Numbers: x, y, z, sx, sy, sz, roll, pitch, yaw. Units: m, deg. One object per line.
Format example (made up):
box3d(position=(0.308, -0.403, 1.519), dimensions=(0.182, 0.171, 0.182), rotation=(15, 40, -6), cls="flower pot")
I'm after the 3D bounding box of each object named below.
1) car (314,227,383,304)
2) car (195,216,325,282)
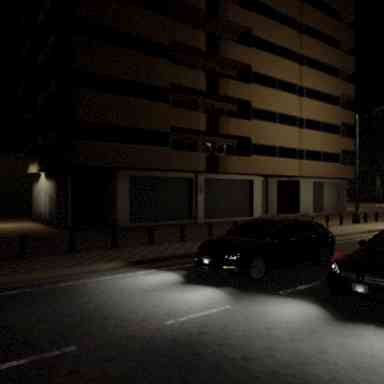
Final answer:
box3d(position=(5.033, 1.543, 7.565), dimensions=(4.674, 1.442, 1.812), rotation=(0, 0, -35), cls="car")
box3d(position=(2.341, 1.520, 9.952), dimensions=(4.892, 1.490, 1.837), rotation=(0, 0, -35), cls="car")
